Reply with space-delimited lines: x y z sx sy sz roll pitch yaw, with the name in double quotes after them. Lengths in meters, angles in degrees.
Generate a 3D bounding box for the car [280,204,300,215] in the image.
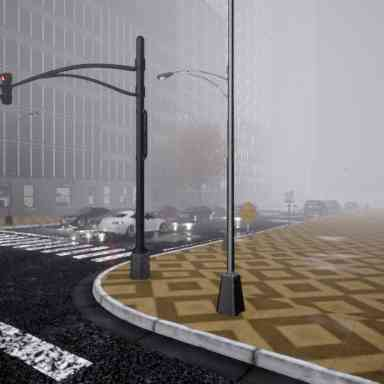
13.668 2.373 46.065 1.812 1.442 4.674 0 -1 33 "car"

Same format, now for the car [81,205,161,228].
-4.856 1.874 23.628 2.033 1.411 5.357 0 -1 33 "car"

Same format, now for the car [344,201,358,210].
31.503 2.662 65.686 2.097 1.767 4.553 0 -1 33 "car"

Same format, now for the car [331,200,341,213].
22.408 2.267 53.509 2.150 2.045 5.566 0 -1 33 "car"

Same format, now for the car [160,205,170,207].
-2.797 2.007 32.810 1.812 1.442 4.674 0 -1 33 "car"

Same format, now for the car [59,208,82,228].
-7.724 1.844 25.166 1.812 1.442 4.674 0 -1 31 "car"

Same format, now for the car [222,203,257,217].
5.785 2.204 40.093 1.812 1.442 4.674 0 -1 33 "car"

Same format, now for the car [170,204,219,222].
0.346 2.003 31.685 1.837 1.490 4.892 0 -1 33 "car"

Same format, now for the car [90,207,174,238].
-3.334 1.809 19.520 1.812 1.442 4.674 0 -1 33 "car"

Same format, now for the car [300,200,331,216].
16.580 2.077 44.480 2.150 2.045 5.566 0 -1 33 "car"

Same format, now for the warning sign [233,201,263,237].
3.136 1.454 18.552 1.300 1.860 1.060 1 1 33 "warning sign"

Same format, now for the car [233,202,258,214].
8.062 2.315 49.542 1.882 1.535 5.008 0 -1 33 "car"

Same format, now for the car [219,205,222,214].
2.596 2.223 41.160 1.994 1.385 4.181 0 -1 32 "car"
